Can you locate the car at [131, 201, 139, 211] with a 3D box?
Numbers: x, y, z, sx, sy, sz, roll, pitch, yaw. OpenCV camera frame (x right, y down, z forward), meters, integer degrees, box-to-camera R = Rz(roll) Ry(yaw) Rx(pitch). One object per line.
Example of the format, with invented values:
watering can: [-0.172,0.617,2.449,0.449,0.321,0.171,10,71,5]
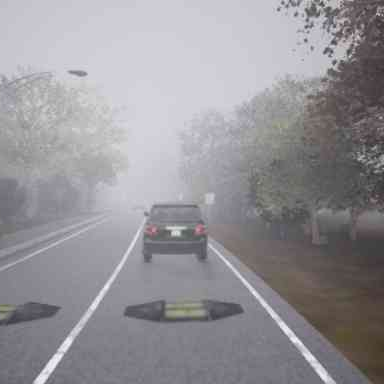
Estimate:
car: [-8.136,2.186,50.807,1.837,1.490,4.892,0,-3,-5]

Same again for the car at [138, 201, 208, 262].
car: [-0.708,1.358,12.873,2.150,2.045,5.566,0,0,-5]

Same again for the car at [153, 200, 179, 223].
car: [-2.327,1.637,29.246,2.097,1.767,4.553,0,-1,-5]
